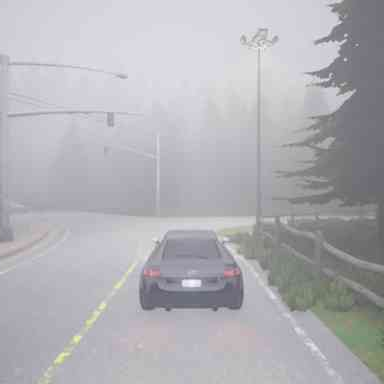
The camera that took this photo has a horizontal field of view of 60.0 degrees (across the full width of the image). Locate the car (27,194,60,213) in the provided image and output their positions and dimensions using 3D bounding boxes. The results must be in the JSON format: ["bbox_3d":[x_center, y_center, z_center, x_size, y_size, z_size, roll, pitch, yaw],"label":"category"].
[{"bbox_3d":[-17.313,1.213,37.297,5.566,2.045,2.150,0,0,28],"label":"car"}]

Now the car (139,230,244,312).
[{"bbox_3d":[-0.030,1.562,7.803,1.994,1.385,4.181,0,0,-1],"label":"car"}]

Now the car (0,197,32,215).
[{"bbox_3d":[-18.955,1.518,33.912,4.674,1.442,1.812,0,0,25],"label":"car"}]
